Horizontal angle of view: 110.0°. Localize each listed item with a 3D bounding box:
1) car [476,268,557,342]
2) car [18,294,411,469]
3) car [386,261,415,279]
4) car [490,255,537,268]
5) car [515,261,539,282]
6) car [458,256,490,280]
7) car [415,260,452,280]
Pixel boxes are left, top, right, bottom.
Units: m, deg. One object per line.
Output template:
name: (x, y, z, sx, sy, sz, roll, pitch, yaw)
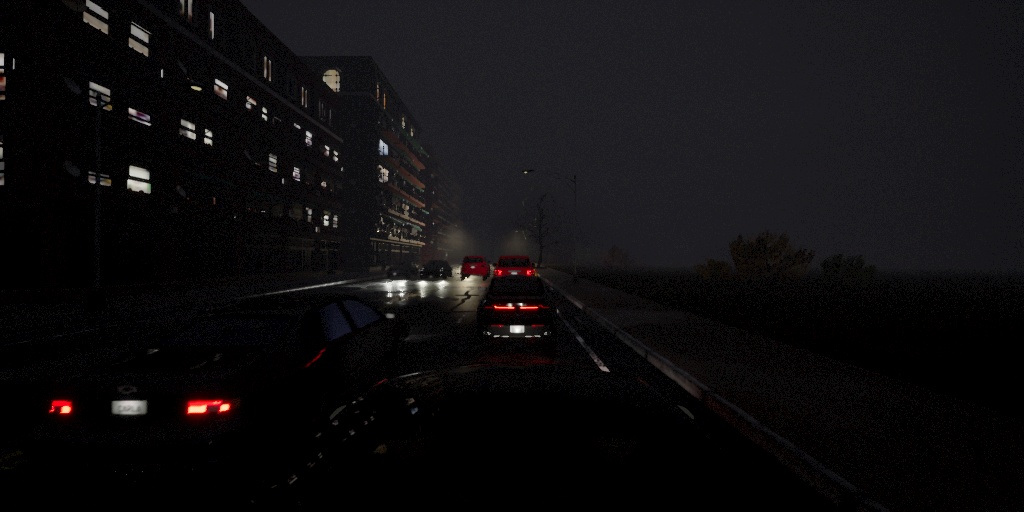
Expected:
car: (0.109, 1.256, 9.796, 1.837, 1.490, 4.892, 0, 0, 0)
car: (-3.148, 1.298, 5.462, 2.033, 1.411, 5.357, 0, 0, 0)
car: (-9.825, 1.245, 32.526, 2.128, 1.511, 4.902, 0, 0, 0)
car: (0.116, 0.974, 20.143, 2.150, 2.045, 5.566, 0, 0, 0)
car: (1.163, 1.209, 30.551, 1.801, 1.575, 5.366, 0, 0, 0)
car: (-3.126, 0.976, 31.430, 2.150, 2.045, 5.566, 0, 0, 0)
car: (-6.575, 1.105, 31.325, 2.097, 1.767, 4.553, 0, 0, 0)
